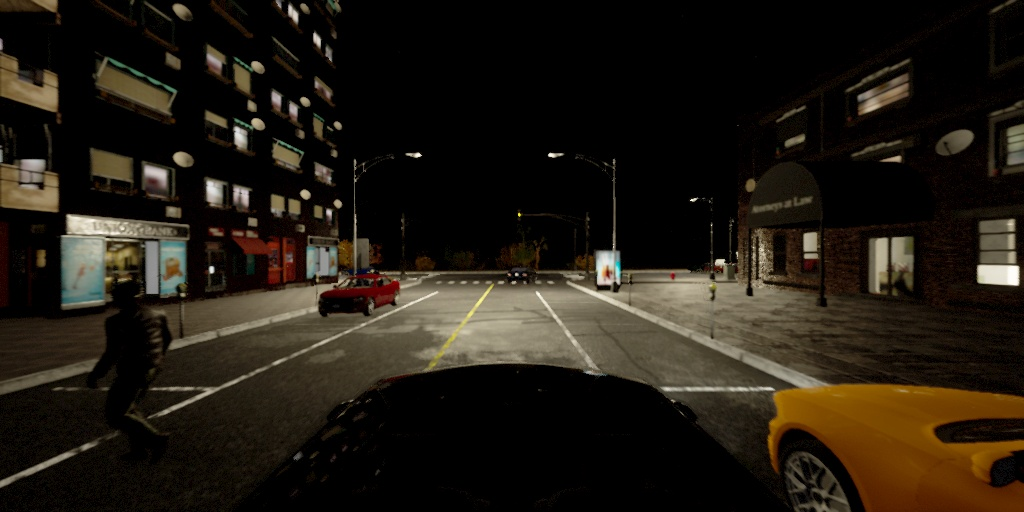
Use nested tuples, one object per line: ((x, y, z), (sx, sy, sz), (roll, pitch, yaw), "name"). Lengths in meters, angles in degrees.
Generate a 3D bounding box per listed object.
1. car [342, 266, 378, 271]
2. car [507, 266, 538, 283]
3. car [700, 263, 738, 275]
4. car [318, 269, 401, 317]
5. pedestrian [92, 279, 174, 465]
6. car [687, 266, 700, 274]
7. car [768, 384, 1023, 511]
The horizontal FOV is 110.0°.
((-18.136, 1.784, 42.872), (4.181, 1.385, 1.994), (0, 0, 1), "car")
((0.951, 1.571, 31.031), (2.033, 1.411, 5.357), (0, -1, 13), "car")
((25.449, 1.543, 42.570), (4.718, 1.301, 1.895), (0, 0, 0), "car")
((-5.693, 1.408, 13.866), (1.888, 1.381, 4.507), (0, 0, 0), "car")
((-3.662, 1.063, 3.504), (0.375, 1.860, 0.375), (-1, 0, -3), "pedestrian")
((25.025, 1.536, 45.823), (4.718, 1.301, 1.895), (0, 0, 0), "car")
((3.000, 1.221, 0.859), (1.882, 1.535, 5.008), (0, -1, 0), "car")
